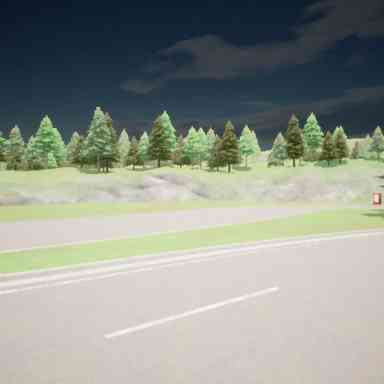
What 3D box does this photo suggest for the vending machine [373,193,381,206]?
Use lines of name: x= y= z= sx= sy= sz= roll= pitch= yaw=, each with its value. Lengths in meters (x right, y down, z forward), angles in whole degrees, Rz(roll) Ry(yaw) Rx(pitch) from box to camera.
vending machine: x=30.246 y=1.176 z=54.364 sx=0.880 sy=2.100 sz=1.100 roll=0 pitch=0 yaw=19
